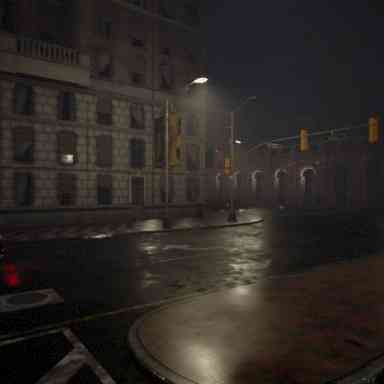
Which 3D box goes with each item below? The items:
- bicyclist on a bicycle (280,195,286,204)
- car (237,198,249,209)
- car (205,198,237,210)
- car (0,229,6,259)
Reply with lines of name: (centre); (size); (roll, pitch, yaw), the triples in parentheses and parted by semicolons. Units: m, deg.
bicyclist on a bicycle: (15.449, 1.300, 56.436); (1.656, 1.620, 0.582); (0, 0, -36)
car: (5.711, 1.526, 45.207); (1.812, 1.442, 4.674); (0, 0, -36)
car: (2.966, 1.492, 43.026); (2.128, 1.511, 4.902); (0, 0, -36)
car: (-7.529, 1.491, 8.446); (4.902, 1.511, 2.128); (0, 0, -35)
